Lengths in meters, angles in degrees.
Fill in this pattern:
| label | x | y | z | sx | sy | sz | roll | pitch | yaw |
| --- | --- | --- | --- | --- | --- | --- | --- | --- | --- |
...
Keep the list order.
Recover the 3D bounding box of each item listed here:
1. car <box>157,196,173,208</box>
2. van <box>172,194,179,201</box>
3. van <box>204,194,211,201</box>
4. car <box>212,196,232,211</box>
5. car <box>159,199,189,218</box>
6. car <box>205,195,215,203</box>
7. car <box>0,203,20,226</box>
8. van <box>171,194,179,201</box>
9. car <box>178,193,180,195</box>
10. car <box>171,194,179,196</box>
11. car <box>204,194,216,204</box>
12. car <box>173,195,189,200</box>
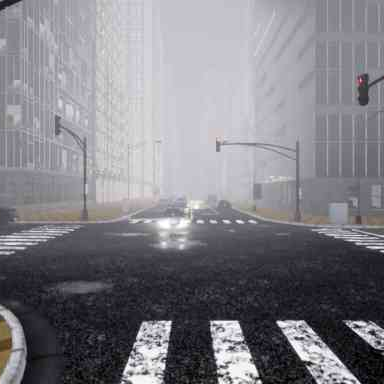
| label | x | y | z | sx | sy | sz | roll | pitch | yaw |
| --- | --- | --- | --- | --- | --- | --- | --- | --- | --- |
| car | -4.027 | 1.593 | 47.283 | 1.802 | 1.307 | 4.206 | 0 | 0 | 0 |
| van | -4.191 | 1.315 | 85.976 | 1.690 | 1.788 | 3.998 | 0 | 0 | 0 |
| van | 3.712 | 1.321 | 80.482 | 1.690 | 1.788 | 3.998 | 0 | 0 | 0 |
| car | 3.926 | 1.579 | 41.791 | 1.947 | 1.339 | 4.313 | 0 | 0 | 0 |
| car | -1.555 | 1.619 | 30.715 | 1.895 | 1.301 | 4.718 | 0 | 0 | 2 |
| car | 3.759 | 1.432 | 69.428 | 1.967 | 1.590 | 4.097 | 0 | 0 | 0 |
| car | -12.676 | 1.292 | 19.235 | 4.892 | 1.490 | 1.837 | 1 | 1 | -3 |
| van | -4.168 | 1.321 | 80.449 | 1.690 | 1.788 | 3.998 | 0 | 0 | 0 |
| car | -1.548 | 1.492 | 67.558 | 1.882 | 1.535 | 5.008 | 0 | 0 | 0 |
| car | -4.097 | 1.564 | 63.866 | 1.947 | 1.339 | 4.313 | 0 | 0 | 0 |
| car | 3.783 | 1.313 | 63.899 | 2.192 | 1.841 | 5.009 | 0 | 0 | 0 |
| car | -1.561 | 1.536 | 47.971 | 1.812 | 1.442 | 4.674 | 0 | 0 | 0 |
